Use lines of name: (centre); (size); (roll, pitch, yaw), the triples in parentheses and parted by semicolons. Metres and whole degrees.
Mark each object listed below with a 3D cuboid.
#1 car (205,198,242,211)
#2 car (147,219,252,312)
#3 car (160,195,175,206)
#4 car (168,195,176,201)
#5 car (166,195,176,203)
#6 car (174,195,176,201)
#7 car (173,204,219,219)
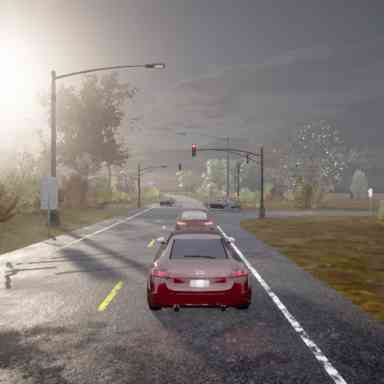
car: (3.691, 1.493, 40.516); (4.902, 1.511, 2.128); (0, 0, 36)
car: (0.102, 1.564, 7.806); (1.994, 1.385, 4.181); (0, 0, -1)
car: (-4.140, 1.603, 53.175); (1.895, 1.301, 4.718); (0, 0, -1)
car: (-4.941, 1.483, 83.186); (1.882, 1.535, 5.008); (0, 0, -2)
car: (-4.583, 1.482, 72.738); (1.882, 1.535, 5.008); (0, 0, -2)
car: (-4.345, 1.567, 62.364); (1.994, 1.385, 4.181); (0, 0, -1)
car: (0.067, 1.526, 16.566); (1.812, 1.442, 4.674); (0, 0, -2)
